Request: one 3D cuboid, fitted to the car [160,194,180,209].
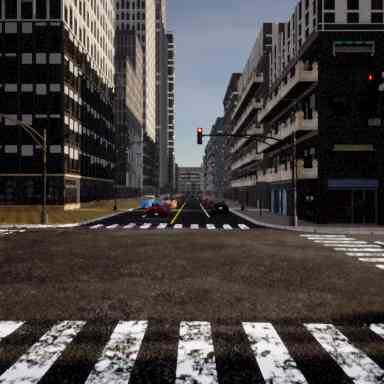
[{"bbox_3d":[-3.055,1.357,44.267,2.097,1.767,4.553,0,0,0],"label":"car"}]

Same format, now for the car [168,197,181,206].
[{"bbox_3d":[-3.006,1.610,57.515,1.895,1.301,4.718,0,0,1],"label":"car"}]

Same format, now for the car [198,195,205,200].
[{"bbox_3d":[2.777,1.590,94.658,1.947,1.339,4.313,0,0,0],"label":"car"}]

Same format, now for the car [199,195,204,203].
[{"bbox_3d":[2.745,1.561,60.732,2.008,1.369,4.403,0,0,0],"label":"car"}]

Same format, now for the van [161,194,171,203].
[{"bbox_3d":[-5.625,1.355,72.048,1.690,1.788,3.998,0,0,0],"label":"van"}]

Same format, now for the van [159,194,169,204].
[{"bbox_3d":[-5.631,1.353,66.394,1.690,1.788,3.998,0,0,0],"label":"van"}]

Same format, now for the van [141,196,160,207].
[{"bbox_3d":[-5.652,1.346,43.777,1.690,1.788,3.998,0,0,0],"label":"van"}]

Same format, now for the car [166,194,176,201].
[{"bbox_3d":[-5.609,1.337,89.012,2.192,1.841,5.009,0,0,0],"label":"car"}]

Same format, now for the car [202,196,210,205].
[{"bbox_3d":[2.729,1.550,43.769,1.887,1.381,4.507,0,0,0],"label":"car"}]

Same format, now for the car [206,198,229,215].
[{"bbox_3d":[2.720,1.568,33.802,1.947,1.339,4.313,0,0,0],"label":"car"}]

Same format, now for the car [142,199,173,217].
[{"bbox_3d":[-3.069,1.603,30.786,1.895,1.301,4.718,0,0,0],"label":"car"}]

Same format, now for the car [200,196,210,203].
[{"bbox_3d":[2.756,1.559,72.040,1.887,1.381,4.507,0,0,0],"label":"car"}]

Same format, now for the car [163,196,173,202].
[{"bbox_3d":[-5.619,1.567,77.702,2.008,1.369,4.403,0,0,0],"label":"car"}]
